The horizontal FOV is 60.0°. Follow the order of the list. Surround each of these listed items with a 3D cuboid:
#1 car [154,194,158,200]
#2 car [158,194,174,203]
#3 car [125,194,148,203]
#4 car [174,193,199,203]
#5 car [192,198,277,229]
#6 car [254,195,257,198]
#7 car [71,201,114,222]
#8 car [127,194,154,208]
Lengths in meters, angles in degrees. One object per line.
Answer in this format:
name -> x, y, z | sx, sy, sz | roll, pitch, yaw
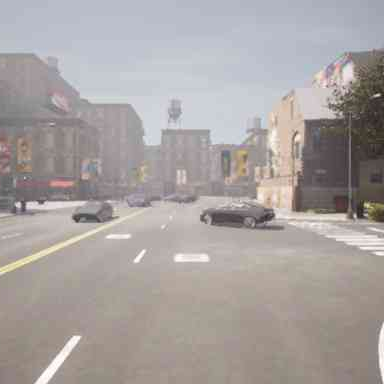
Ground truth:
car -> -7.744, 1.106, 65.226 | 1.895, 1.301, 4.718 | 0, 0, 30
car -> -3.393, 1.109, 58.573 | 2.033, 1.411, 5.357 | 0, 0, 22
car -> -9.908, 1.071, 59.919 | 2.002, 1.452, 4.674 | 0, 0, 20
car -> -0.682, 1.132, 55.455 | 2.033, 1.411, 5.357 | 0, 0, 20
car -> 2.747, 1.337, 20.530 | 4.902, 1.511, 2.128 | 0, 1, 37
car -> 17.064, 0.958, 77.883 | 5.357, 1.411, 2.033 | 0, 0, -27
car -> -7.103, 1.363, 24.446 | 2.033, 1.411, 5.357 | 0, 0, 0
car -> -6.738, 1.030, 42.830 | 2.097, 1.767, 4.553 | 0, 1, 4
